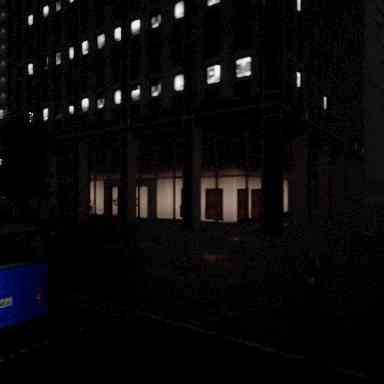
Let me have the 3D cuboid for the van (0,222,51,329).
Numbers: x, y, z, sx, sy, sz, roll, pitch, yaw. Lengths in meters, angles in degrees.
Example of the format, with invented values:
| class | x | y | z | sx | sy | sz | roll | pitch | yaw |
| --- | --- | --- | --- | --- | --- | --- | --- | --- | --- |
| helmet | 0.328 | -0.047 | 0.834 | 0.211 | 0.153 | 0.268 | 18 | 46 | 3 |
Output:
| class | x | y | z | sx | sy | sz | roll | pitch | yaw |
| --- | --- | --- | --- | --- | --- | --- | --- | --- | --- |
| van | -4.226 | 1.384 | 5.877 | 3.998 | 1.788 | 1.690 | 0 | 0 | 36 |
